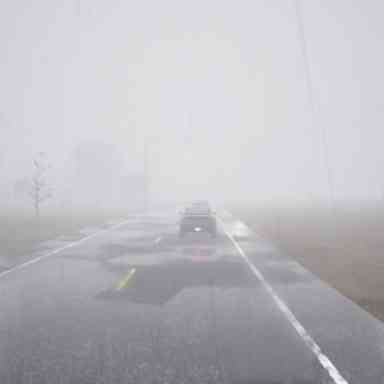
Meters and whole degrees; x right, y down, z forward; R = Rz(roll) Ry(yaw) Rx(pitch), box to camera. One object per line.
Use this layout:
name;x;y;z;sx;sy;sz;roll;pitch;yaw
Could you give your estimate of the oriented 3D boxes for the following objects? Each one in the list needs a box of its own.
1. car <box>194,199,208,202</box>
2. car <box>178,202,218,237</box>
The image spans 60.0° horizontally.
car;0.958;1.471;36.498;1.882;1.535;5.008;0;0;3
car;0.330;1.504;18.159;1.837;1.490;4.892;0;0;1
